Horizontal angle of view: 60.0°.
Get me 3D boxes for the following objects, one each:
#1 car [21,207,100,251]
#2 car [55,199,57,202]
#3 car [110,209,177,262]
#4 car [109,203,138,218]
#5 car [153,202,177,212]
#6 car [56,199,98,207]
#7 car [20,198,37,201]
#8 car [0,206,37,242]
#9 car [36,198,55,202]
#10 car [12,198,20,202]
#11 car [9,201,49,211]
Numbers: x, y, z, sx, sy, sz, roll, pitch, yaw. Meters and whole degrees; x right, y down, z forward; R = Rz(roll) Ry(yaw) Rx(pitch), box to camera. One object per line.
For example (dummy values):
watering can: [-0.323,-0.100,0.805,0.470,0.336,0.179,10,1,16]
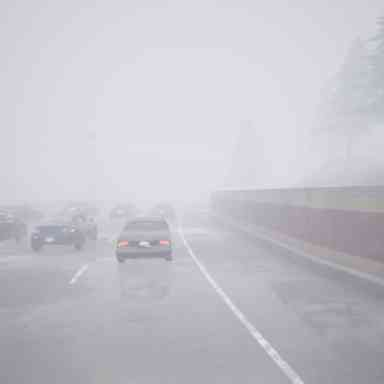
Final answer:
car: [-5.388,1.597,14.452,1.812,1.442,4.674,-1,-1,-5]
car: [-20.792,1.875,57.028,1.895,1.301,4.718,-1,0,11]
car: [-1.685,1.580,12.341,2.033,1.411,5.357,-1,0,-6]
car: [-5.992,1.661,29.800,1.994,1.385,4.181,-1,0,1]
car: [-2.487,1.628,30.027,1.994,1.385,4.181,-1,0,1]
car: [-9.505,1.480,28.741,2.097,1.767,4.553,-1,0,1]
car: [-27.502,1.835,59.174,2.128,1.511,4.902,-1,0,11]
car: [-8.893,1.594,14.430,2.128,1.511,4.902,-1,0,-5]
car: [-24.169,1.855,58.108,2.033,1.411,5.357,-1,0,11]
car: [-30.829,1.875,60.242,1.837,1.490,4.892,-1,0,11]
car: [-13.049,1.705,25.155,2.033,1.411,5.357,-1,0,0]
